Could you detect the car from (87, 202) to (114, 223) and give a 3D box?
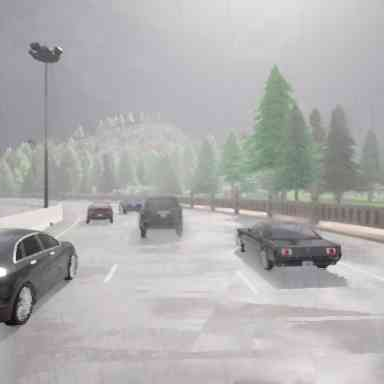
[{"bbox_3d":[-7.178,1.499,26.057,1.882,1.535,5.008,0,0,-15],"label":"car"}]

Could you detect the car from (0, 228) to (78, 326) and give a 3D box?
[{"bbox_3d":[-3.849,1.518,6.995,1.837,1.490,4.892,0,0,-4],"label":"car"}]

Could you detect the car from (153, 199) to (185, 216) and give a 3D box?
[{"bbox_3d":[-2.474,1.550,34.676,2.033,1.411,5.357,0,0,-19],"label":"car"}]

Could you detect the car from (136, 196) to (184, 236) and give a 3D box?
[{"bbox_3d":[-1.849,1.225,18.566,2.150,2.045,5.566,0,0,-10],"label":"car"}]

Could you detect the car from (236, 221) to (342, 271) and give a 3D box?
[{"bbox_3d":[2.811,1.588,10.925,1.895,1.301,4.718,0,0,-6],"label":"car"}]

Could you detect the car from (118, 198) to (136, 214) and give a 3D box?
[{"bbox_3d":[-6.579,1.369,35.563,2.097,1.767,4.553,0,0,-20],"label":"car"}]
